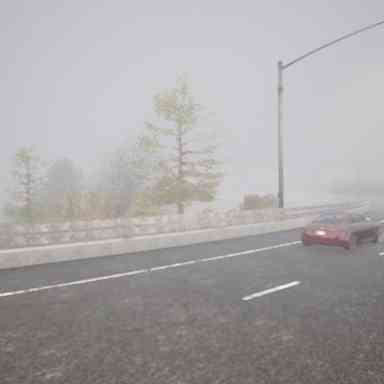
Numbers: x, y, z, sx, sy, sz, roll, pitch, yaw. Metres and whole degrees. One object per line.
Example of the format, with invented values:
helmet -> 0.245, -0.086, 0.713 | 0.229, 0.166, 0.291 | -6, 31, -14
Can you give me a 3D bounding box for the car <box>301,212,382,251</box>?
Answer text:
car -> 6.356, 1.517, 13.980 | 4.181, 1.385, 1.994 | 0, 0, -43
